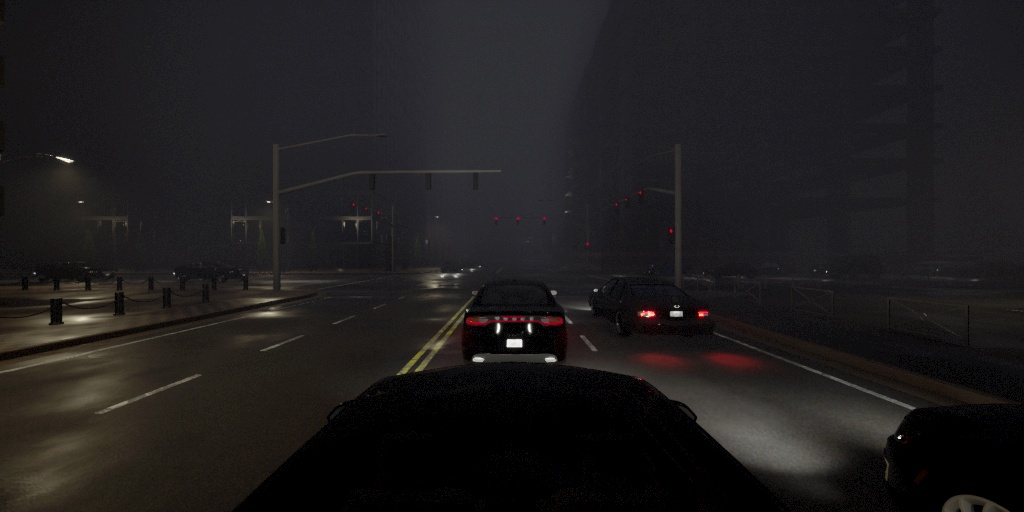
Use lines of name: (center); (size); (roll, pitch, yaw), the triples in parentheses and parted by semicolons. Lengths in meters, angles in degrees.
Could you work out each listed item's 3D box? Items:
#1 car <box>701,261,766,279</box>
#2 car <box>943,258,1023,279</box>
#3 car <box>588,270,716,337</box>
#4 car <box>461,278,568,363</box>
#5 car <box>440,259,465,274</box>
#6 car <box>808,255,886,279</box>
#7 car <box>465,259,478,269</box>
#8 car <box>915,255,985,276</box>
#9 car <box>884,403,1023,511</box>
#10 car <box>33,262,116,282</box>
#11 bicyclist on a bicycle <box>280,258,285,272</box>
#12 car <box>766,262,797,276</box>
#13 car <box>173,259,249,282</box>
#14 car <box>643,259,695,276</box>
car: (19.155, 1.220, 31.518); (4.674, 1.442, 1.812); (0, 0, 0)
car: (41.881, 1.172, 31.588); (5.008, 1.535, 1.882); (0, 0, 0)
car: (3.571, 1.297, 10.262); (2.033, 1.411, 5.357); (0, 0, 0)
car: (0.055, 1.228, 8.139); (1.882, 1.535, 5.008); (0, 0, 0)
car: (-7.095, 1.276, 42.150); (1.812, 1.442, 4.674); (0, 0, 0)
car: (29.421, 0.916, 31.572); (5.566, 2.045, 2.150); (0, 0, 0)
car: (-7.078, 1.227, 57.943); (1.882, 1.535, 5.008); (0, 0, 0)
car: (43.070, 0.918, 35.088); (5.566, 2.045, 2.150); (0, 0, 0)
car: (3.600, 1.255, 0.525); (1.837, 1.490, 4.892); (0, 0, 0)
car: (-33.384, 1.186, 27.439); (4.902, 1.511, 2.128); (0, 0, 0)
bicyclist on a bicycle: (-25.407, 0.995, 39.350); (0.582, 1.620, 1.656); (0, 0, 0)
car: (24.700, 1.242, 35.058); (5.357, 1.411, 2.033); (0, 0, 0)
car: (-22.923, 1.186, 27.390); (4.902, 1.511, 2.128); (0, 0, 0)
car: (15.231, 1.046, 35.046); (4.553, 1.767, 2.097); (0, 0, 0)
